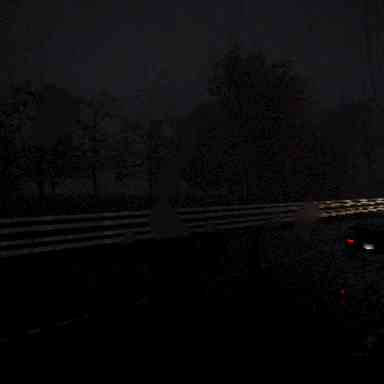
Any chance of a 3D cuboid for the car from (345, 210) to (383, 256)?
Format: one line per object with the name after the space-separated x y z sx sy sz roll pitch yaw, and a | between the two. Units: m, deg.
6.623 1.336 10.885 4.674 1.442 1.812 0 2 -43 | car
